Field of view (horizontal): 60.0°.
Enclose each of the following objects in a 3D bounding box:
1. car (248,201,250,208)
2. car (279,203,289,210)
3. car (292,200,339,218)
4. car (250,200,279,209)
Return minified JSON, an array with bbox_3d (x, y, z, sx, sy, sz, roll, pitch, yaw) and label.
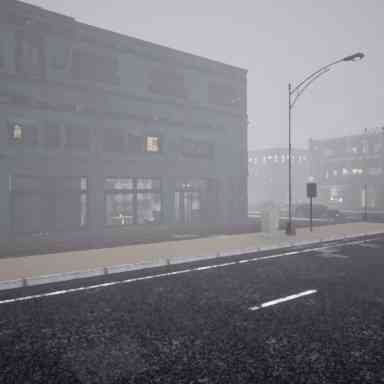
[{"bbox_3d":[7.986,1.963,53.763,1.802,1.307,4.206,-2,0,-36],"label":"car"},{"bbox_3d":[14.432,1.807,44.764,2.008,1.369,4.403,-2,0,-36],"label":"car"},{"bbox_3d":[12.381,1.811,33.030,1.947,1.339,4.313,-2,0,-36],"label":"car"},{"bbox_3d":[11.209,1.901,49.264,1.802,1.307,4.206,-2,0,-36],"label":"car"}]
